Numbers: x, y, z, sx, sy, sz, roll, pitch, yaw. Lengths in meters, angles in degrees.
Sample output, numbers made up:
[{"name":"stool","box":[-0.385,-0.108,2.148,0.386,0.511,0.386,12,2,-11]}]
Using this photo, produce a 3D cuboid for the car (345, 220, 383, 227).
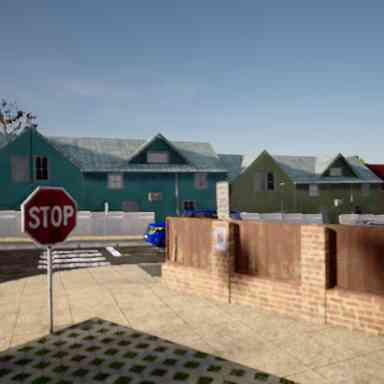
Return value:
[{"name":"car","box":[11.491,2.657,22.409,4.902,1.511,2.128,2,-2,-22]}]

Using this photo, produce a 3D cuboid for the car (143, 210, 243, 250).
[{"name":"car","box":[0.246,1.975,17.771,5.566,2.045,2.150,2,-2,-23]}]
